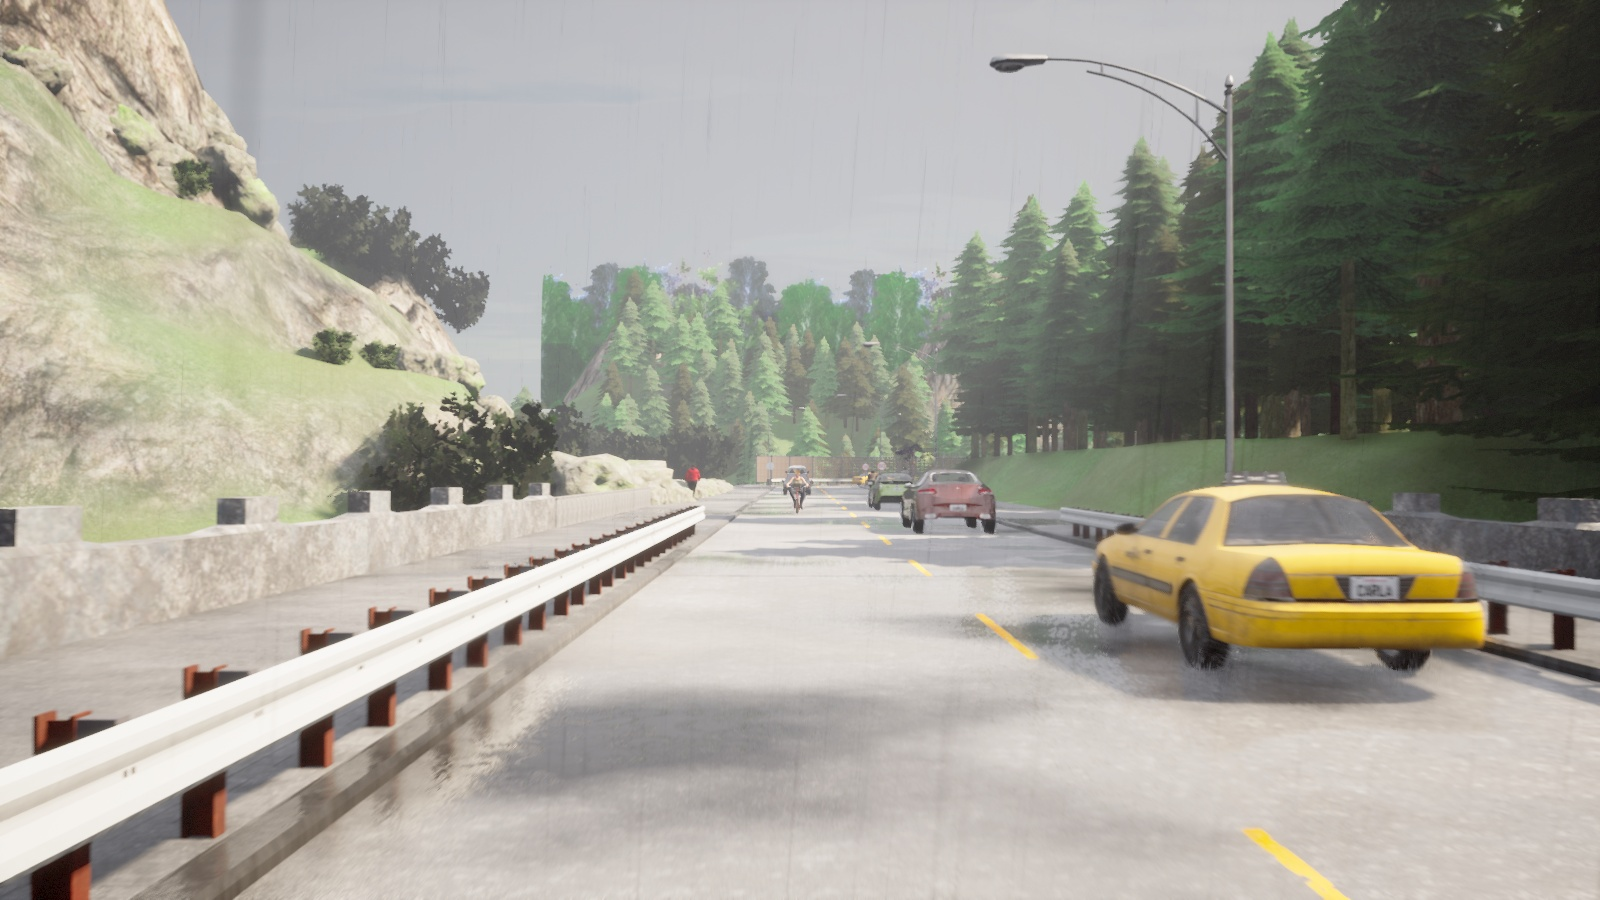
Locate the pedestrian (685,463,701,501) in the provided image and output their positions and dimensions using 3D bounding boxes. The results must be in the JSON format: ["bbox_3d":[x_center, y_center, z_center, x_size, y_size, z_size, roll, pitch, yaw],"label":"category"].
[{"bbox_3d":[-5.264,1.581,61.865,0.634,1.844,0.899,0,-1,4],"label":"pedestrian"}]

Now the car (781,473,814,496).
[{"bbox_3d":[-0.174,2.223,81.268,2.033,1.411,5.357,0,-1,0],"label":"car"}]

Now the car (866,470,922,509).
[{"bbox_3d":[3.891,1.624,52.540,2.007,1.525,4.514,0,-1,0],"label":"car"}]

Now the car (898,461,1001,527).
[{"bbox_3d":[3.930,1.145,33.903,2.152,1.651,5.027,0,-1,0],"label":"car"}]

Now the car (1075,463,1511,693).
[{"bbox_3d":[3.977,0.927,11.325,1.801,1.575,5.366,0,-1,0],"label":"car"}]
